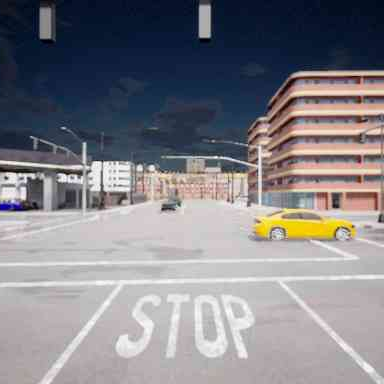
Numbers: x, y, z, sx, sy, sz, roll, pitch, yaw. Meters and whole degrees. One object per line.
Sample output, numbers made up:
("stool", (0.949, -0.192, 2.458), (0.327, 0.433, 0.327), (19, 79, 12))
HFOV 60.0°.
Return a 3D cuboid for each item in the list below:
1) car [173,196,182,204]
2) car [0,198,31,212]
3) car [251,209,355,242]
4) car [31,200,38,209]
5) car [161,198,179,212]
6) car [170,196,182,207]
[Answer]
("car", (-3.376, 1.946, 77.841), (2.097, 1.767, 4.553), (0, 0, -1))
("car", (-23.330, 1.609, 41.536), (4.611, 1.667, 2.242), (0, 0, 1))
("car", (5.475, 1.611, 16.607), (5.008, 1.535, 1.882), (0, 0, 0))
("car", (-24.049, 1.814, 47.285), (3.806, 1.475, 1.970), (0, 0, 1))
("car", (-3.173, 1.890, 45.101), (2.033, 1.411, 5.357), (0, 0, -1))
("car", (-3.295, 1.696, 62.317), (2.150, 2.045, 5.566), (0, -1, 0))
